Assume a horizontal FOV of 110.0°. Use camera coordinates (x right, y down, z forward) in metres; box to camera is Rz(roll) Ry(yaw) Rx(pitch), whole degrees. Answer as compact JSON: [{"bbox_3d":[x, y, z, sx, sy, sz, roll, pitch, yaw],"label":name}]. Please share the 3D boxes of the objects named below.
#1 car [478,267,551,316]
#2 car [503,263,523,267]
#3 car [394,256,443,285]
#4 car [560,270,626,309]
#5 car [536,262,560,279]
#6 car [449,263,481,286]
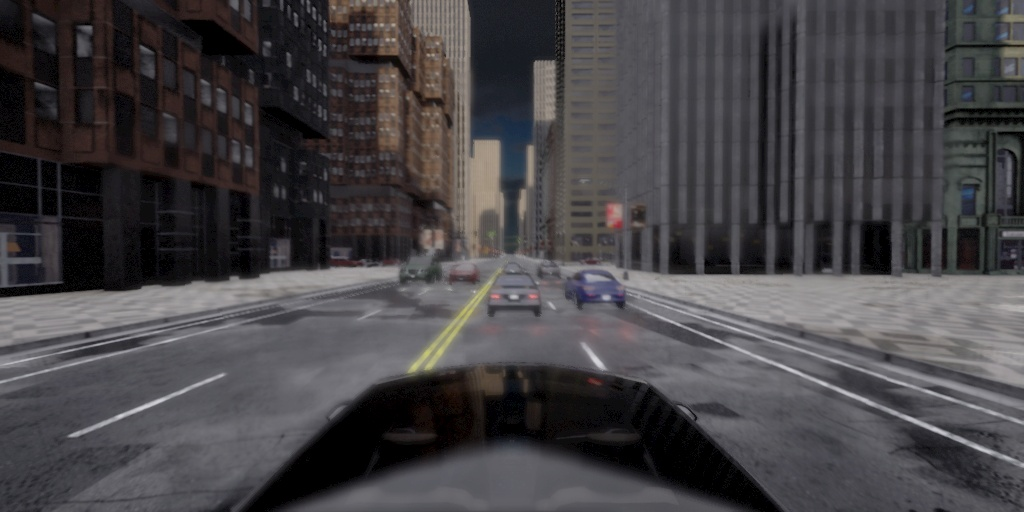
[{"bbox_3d":[0.086,1.315,13.517,2.033,1.411,5.357,0,0,0],"label":"car"},{"bbox_3d":[0.094,1.348,33.598,1.994,1.385,4.181,0,0,0],"label":"car"},{"bbox_3d":[-6.600,1.004,26.625,2.150,2.045,5.566,0,0,0],"label":"car"},{"bbox_3d":[3.339,1.294,14.916,1.812,1.442,4.674,0,0,0],"label":"car"},{"bbox_3d":[3.344,1.275,33.180,2.128,1.511,4.902,0,0,0],"label":"car"},{"bbox_3d":[-3.350,1.258,26.101,1.882,1.535,5.008,0,0,0],"label":"car"}]
